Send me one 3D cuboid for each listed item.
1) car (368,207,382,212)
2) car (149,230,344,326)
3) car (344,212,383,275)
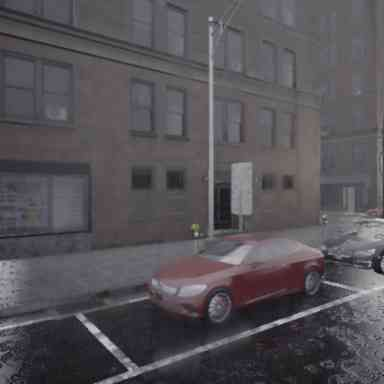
[{"bbox_3d":[14.749,1.451,23.679,1.994,1.385,4.181,0,0,-31],"label":"car"},{"bbox_3d":[1.134,1.571,6.996,4.206,1.307,1.802,0,0,-35],"label":"car"},{"bbox_3d":[5.760,1.527,10.295,4.403,1.369,2.008,0,0,-35],"label":"car"}]
